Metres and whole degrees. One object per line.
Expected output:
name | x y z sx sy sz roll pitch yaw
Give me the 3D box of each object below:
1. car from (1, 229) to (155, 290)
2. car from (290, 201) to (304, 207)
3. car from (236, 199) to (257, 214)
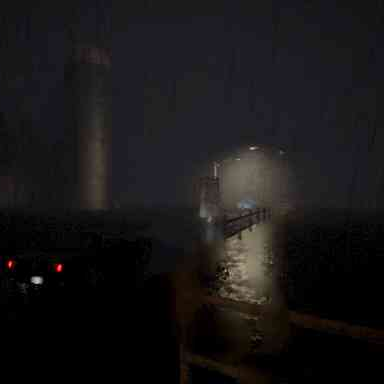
car | -2.775 1.705 9.484 1.895 1.301 4.718 -1 -1 17
car | 25.615 3.068 82.400 2.033 1.411 5.357 -1 -1 26
car | 8.103 2.088 48.903 2.150 2.045 5.566 -1 -1 21
